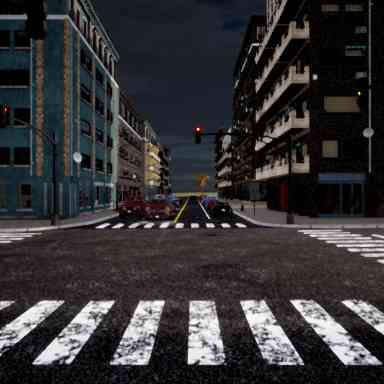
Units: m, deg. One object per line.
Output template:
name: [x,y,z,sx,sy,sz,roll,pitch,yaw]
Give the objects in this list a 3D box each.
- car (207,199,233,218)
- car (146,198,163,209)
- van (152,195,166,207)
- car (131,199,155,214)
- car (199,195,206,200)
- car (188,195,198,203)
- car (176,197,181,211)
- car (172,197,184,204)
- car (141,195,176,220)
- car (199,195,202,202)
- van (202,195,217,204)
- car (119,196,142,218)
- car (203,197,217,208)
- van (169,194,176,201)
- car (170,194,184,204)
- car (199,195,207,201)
car: [2.662,1.562,30.173,1.947,1.339,4.313,0,0,0]
car: [-5.164,1.533,46.854,1.887,1.381,4.507,0,0,0]
van: [-5.146,1.326,52.405,1.690,1.788,3.998,0,0,0]
car: [-5.200,1.538,35.749,1.887,1.381,4.507,0,0,0]
car: [2.858,1.499,91.245,1.887,1.381,4.507,0,0,0]
car: [0.281,1.476,70.344,1.837,1.490,4.892,0,0,0]
car: [-2.728,1.484,38.013,2.128,1.511,4.902,0,0,0]
car: [-2.571,1.580,62.378,1.895,1.301,4.718,0,0,1]
car: [-2.728,1.349,28.173,2.097,1.767,4.553,0,0,0]
car: [2.752,1.422,57.932,1.967,1.590,4.097,0,0,0]
van: [2.717,1.329,46.829,1.690,1.788,3.998,0,0,0]
car: [-5.218,1.311,30.197,2.192,1.841,5.009,0,0,0]
car: [2.698,1.573,41.277,1.802,1.307,4.206,0,0,0]
van: [-5.039,1.301,85.717,1.690,1.788,3.998,0,0,0]
car: [-2.691,1.479,48.021,2.128,1.511,4.902,0,0,0]
car: [2.841,1.504,85.693,1.887,1.381,4.507,0,0,0]
